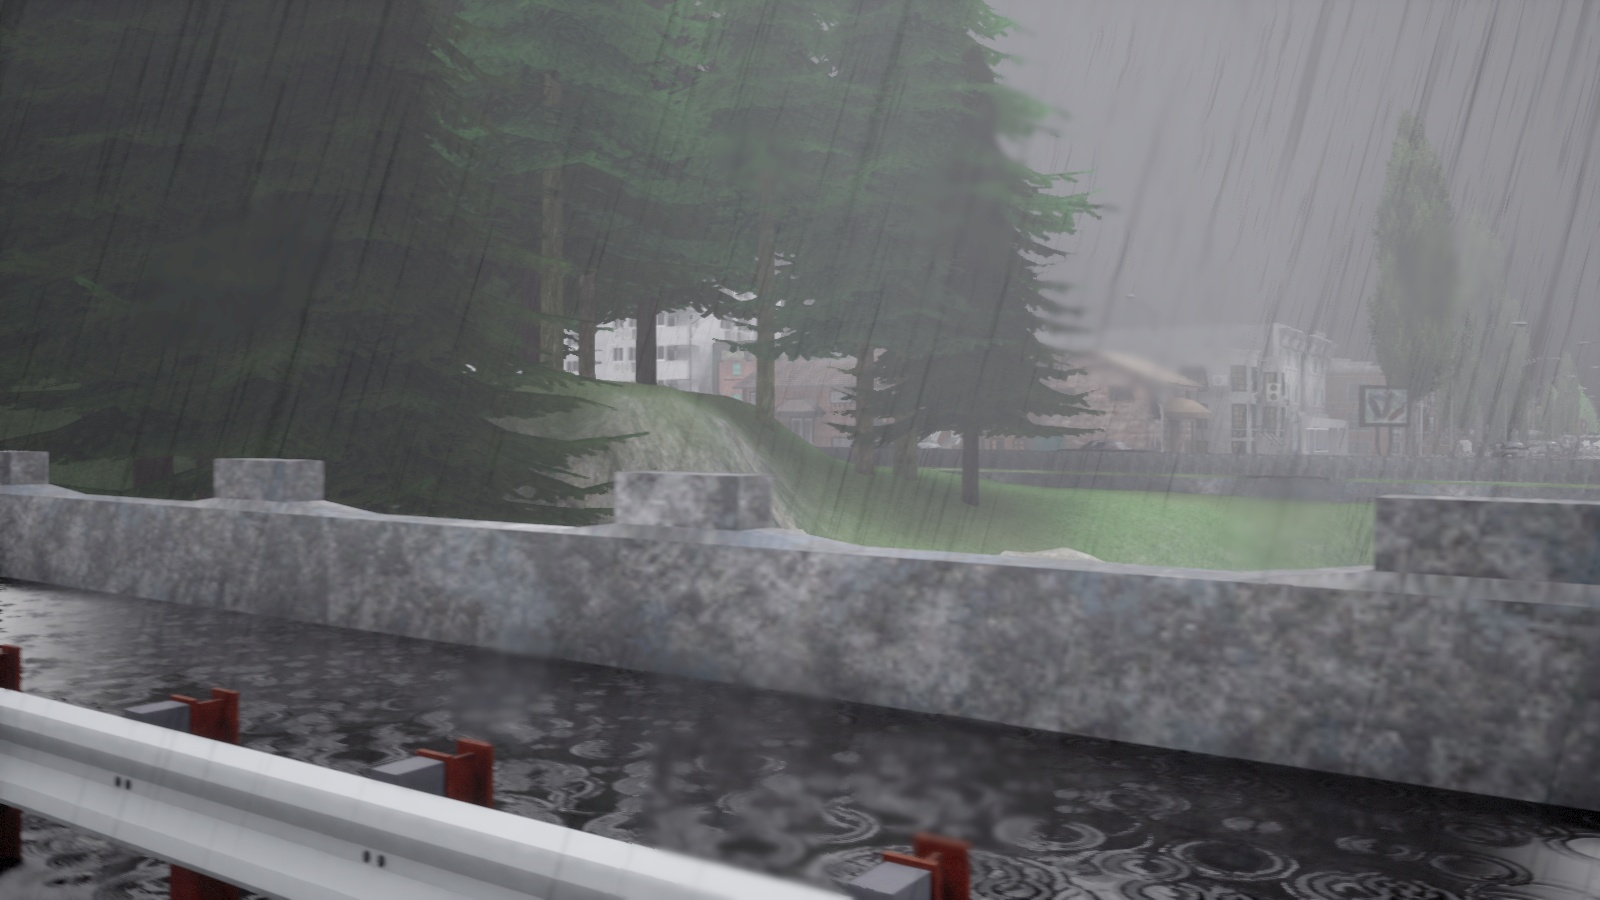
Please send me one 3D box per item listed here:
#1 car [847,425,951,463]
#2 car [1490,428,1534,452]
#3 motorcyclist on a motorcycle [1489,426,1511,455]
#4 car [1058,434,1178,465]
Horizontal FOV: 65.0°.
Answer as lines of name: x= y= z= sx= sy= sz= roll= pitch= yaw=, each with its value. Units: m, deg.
car: x=4.757 y=-0.280 z=60.551 sx=4.553 sy=1.767 sz=2.097 roll=0 pitch=1 yaw=34
car: x=42.439 y=-0.610 z=74.808 sx=1.994 sy=1.385 sz=4.181 roll=0 pitch=1 yaw=34
motorcyclist on a motorcycle: x=37.880 y=-0.504 z=67.954 sx=0.866 sy=1.530 sz=2.191 roll=0 pitch=1 yaw=34
car: x=13.785 y=-0.037 z=54.543 sx=4.718 sy=1.301 sz=1.895 roll=0 pitch=1 yaw=34
